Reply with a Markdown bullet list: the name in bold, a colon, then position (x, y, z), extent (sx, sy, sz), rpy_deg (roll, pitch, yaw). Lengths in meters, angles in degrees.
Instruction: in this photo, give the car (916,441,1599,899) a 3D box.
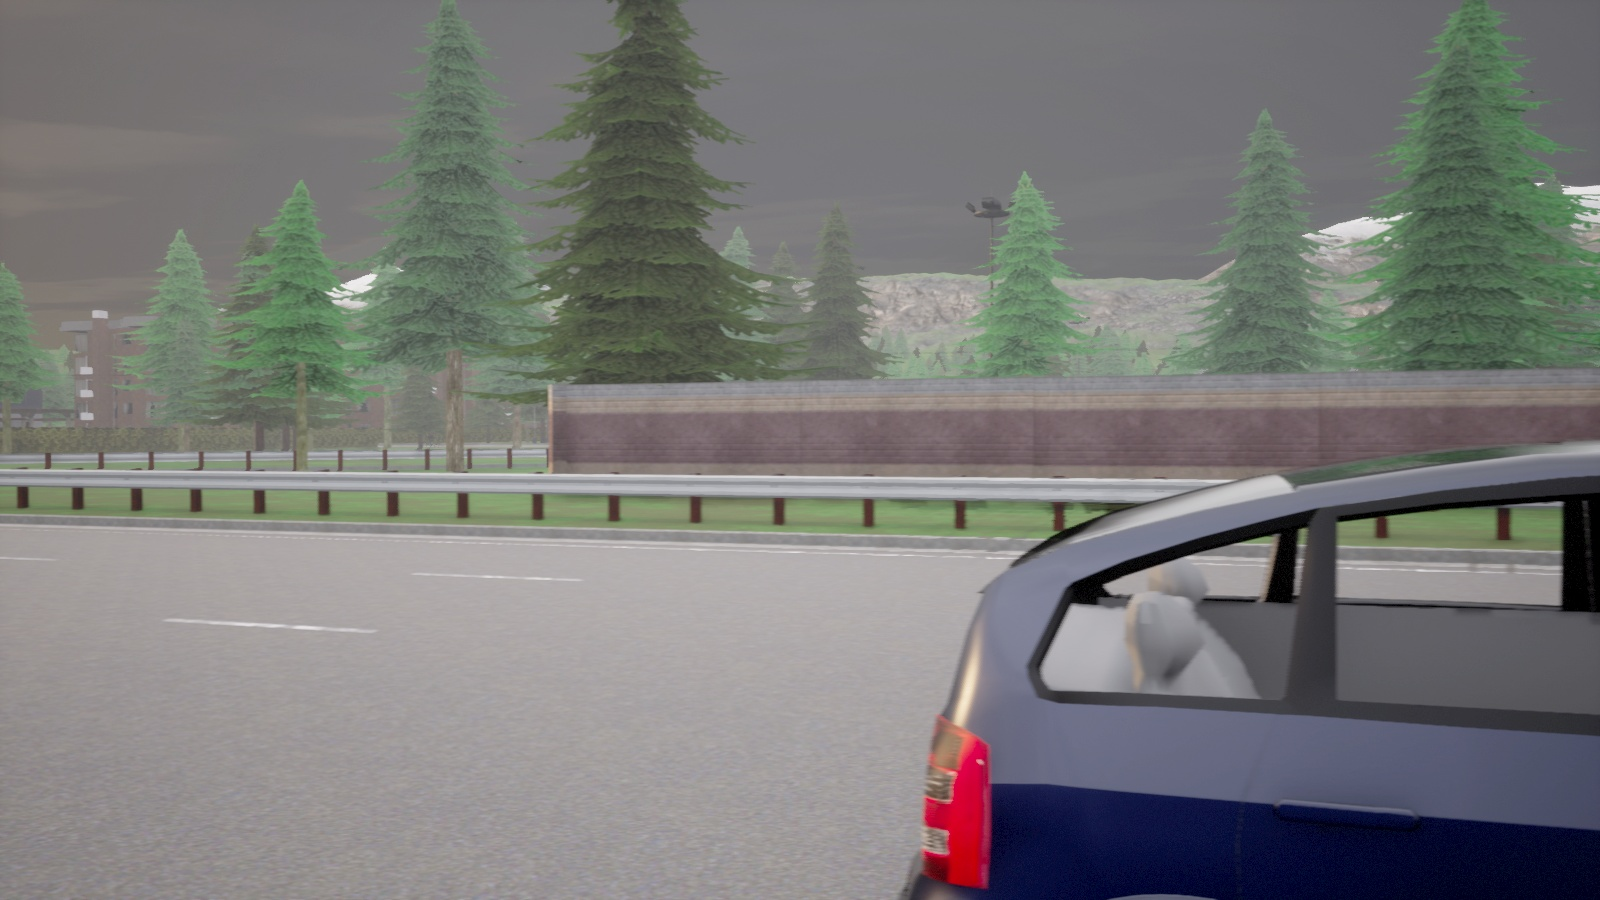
- **car**: position (2.243, 0.774, 2.438), extent (3.705, 1.549, 1.789), rpy_deg (0, 1, 19)
